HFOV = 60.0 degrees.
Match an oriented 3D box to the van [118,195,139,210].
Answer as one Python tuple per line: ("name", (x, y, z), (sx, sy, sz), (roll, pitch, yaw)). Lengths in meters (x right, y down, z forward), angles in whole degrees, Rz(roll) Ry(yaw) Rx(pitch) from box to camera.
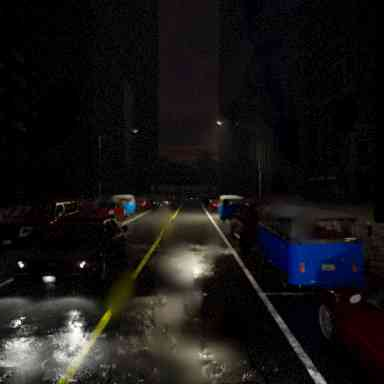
("van", (-5.780, 1.160, 27.553), (1.690, 1.788, 3.998), (-1, 0, 0))

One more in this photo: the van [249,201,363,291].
("van", (2.769, 1.285, 8.603), (1.690, 1.788, 3.998), (-1, 0, 0))

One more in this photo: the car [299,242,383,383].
("car", (2.767, 1.558, 3.517), (1.802, 1.307, 4.206), (-1, 0, 0))

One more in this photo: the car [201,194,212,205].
("car", (2.744, 1.235, 49.137), (1.947, 1.339, 4.313), (-1, 0, 0))

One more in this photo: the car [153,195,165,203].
("car", (-5.783, 1.178, 59.016), (1.802, 1.307, 4.206), (-1, 0, 0))

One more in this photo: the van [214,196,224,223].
("van", (2.783, 1.184, 23.865), (1.690, 1.788, 3.998), (-1, 0, 0))

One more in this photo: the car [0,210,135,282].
("car", (-3.095, 1.483, 9.866), (2.033, 1.411, 5.357), (0, 0, 0))

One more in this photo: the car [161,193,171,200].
("car", (-5.786, 1.030, 75.151), (1.947, 1.339, 4.313), (-1, 0, 0))

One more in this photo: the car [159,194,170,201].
("car", (-5.785, 1.061, 69.771), (2.008, 1.369, 4.403), (-1, 0, 0))

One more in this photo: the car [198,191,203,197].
("car", (2.740, 1.031, 70.117), (1.752, 1.417, 4.829), (-1, 0, 0))

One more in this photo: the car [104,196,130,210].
("car", (-5.778, 1.292, 22.667), (1.967, 1.590, 4.097), (-1, 0, 0))

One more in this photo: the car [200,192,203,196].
("car", (2.743, 1.197, 54.340), (1.947, 1.339, 4.313), (-1, 0, 0))

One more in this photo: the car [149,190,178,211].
("car", (-3.007, 1.061, 36.225), (2.150, 2.045, 5.566), (0, 0, 0))

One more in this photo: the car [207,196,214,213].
("car", (2.747, 1.360, 33.530), (1.802, 1.307, 4.206), (-1, 0, 0))

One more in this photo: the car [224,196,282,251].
("car", (2.773, 1.225, 13.690), (2.192, 1.841, 5.009), (-1, 0, 0))

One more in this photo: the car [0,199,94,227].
("car", (-5.778, 1.232, 12.894), (2.192, 1.841, 5.009), (-1, 0, 0))

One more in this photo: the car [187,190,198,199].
("car", (-0.015, 0.816, 76.726), (1.812, 1.442, 4.674), (0, 1, 0))

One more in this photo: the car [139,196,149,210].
("car", (-5.781, 1.192, 37.504), (1.967, 1.590, 4.097), (-1, 0, 0))

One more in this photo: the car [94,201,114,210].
("car", (-5.776, 1.429, 17.782), (1.887, 1.381, 4.507), (-1, 0, 0))

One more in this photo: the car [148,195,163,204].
("car", (-5.783, 1.182, 53.639), (1.887, 1.381, 4.507), (-1, 0, 0))

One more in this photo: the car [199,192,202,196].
("car", (2.742, 1.142, 59.542), (2.008, 1.369, 4.403), (-1, 0, 0))
